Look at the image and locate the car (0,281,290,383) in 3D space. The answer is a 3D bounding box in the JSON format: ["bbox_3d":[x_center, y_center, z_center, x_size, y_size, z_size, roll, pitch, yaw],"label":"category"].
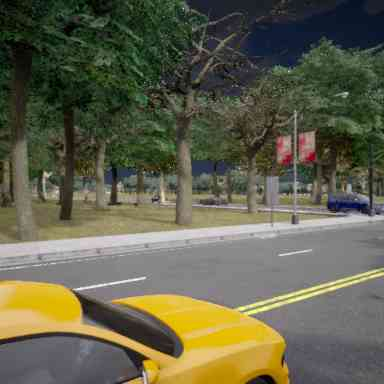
[{"bbox_3d":[-1.361,1.478,2.467,5.008,1.535,1.882,0,0,-36],"label":"car"}]

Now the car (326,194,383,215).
[{"bbox_3d":[16.245,1.209,33.214,2.150,2.045,5.566,0,0,-33],"label":"car"}]

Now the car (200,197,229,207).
[{"bbox_3d":[3.364,1.510,51.435,2.033,1.411,5.357,0,0,-35],"label":"car"}]

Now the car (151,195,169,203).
[{"bbox_3d":[-6.339,1.374,65.204,1.837,1.490,4.892,0,0,-36],"label":"car"}]
